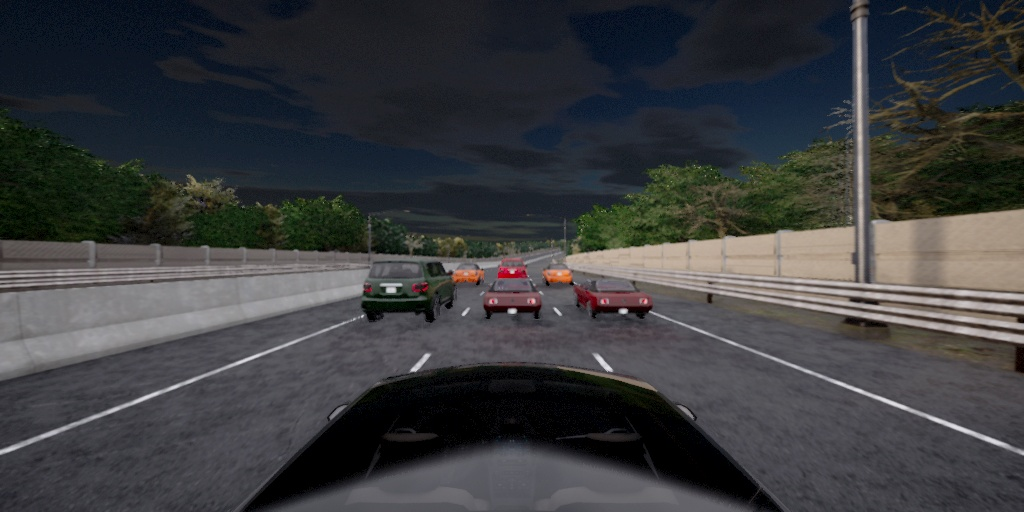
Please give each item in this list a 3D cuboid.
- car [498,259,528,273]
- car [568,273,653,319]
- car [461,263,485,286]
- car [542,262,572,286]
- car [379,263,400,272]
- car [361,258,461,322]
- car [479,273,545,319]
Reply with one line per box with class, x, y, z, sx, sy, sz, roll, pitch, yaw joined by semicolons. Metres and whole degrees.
car;0.071;1.245;28.046;2.150;2.045;5.566;0;0;1
car;3.536;1.479;13.516;1.895;1.301;4.718;0;-1;1
car;-3.408;1.382;28.973;2.097;1.767;4.553;0;-1;1
car;3.592;1.383;28.933;2.097;1.767;4.553;0;-1;1
car;-20.335;1.898;59.828;1.994;1.385;4.181;0;-1;2
car;-3.469;1.097;13.037;2.150;2.045;5.566;0;0;0
car;0.036;1.479;13.523;1.895;1.301;4.718;0;-1;1
